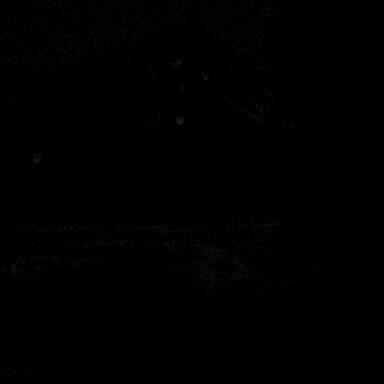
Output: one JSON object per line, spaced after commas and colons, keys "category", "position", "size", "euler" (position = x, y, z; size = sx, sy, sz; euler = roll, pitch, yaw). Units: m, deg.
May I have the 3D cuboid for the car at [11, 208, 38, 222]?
{"category": "car", "position": [-19.832, 2.705, 41.372], "size": [1.882, 1.535, 5.008], "euler": [-4, 3, 29]}
